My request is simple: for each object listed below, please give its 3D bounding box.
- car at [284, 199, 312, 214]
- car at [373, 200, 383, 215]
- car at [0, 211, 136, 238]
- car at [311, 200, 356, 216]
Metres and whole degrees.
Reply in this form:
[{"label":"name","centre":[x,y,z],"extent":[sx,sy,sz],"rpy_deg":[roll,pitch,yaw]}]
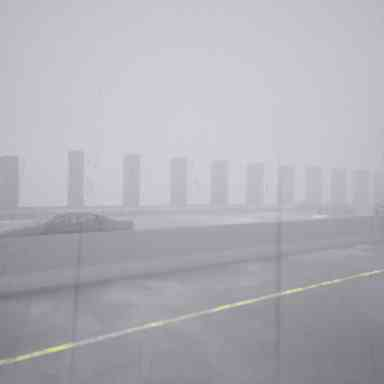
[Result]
[{"label":"car","centre":[12.219,1.538,36.142],"extent":[4.902,1.511,2.128],"rpy_deg":[0,0,-30]},{"label":"car","centre":[20.293,1.353,32.711],"extent":[5.566,2.045,2.150],"rpy_deg":[1,0,-29]},{"label":"car","centre":[-4.904,1.473,13.317],"extent":[5.357,1.411,2.033],"rpy_deg":[0,0,-34]},{"label":"car","centre":[14.506,1.637,33.425],"extent":[4.181,1.385,1.994],"rpy_deg":[0,0,-30]}]
